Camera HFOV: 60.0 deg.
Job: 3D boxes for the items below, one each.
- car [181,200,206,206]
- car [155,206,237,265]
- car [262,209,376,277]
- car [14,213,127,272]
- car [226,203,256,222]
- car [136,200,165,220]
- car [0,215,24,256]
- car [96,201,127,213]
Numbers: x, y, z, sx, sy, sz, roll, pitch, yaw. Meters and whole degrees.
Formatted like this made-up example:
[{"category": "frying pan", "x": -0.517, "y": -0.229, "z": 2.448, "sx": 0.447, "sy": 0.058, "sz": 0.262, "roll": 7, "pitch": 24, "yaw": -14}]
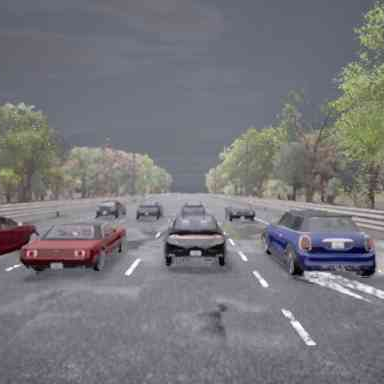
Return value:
[{"category": "car", "x": 0.116, "y": 1.431, "z": 27.484, "sx": 2.128, "sy": 1.511, "sz": 4.902, "roll": 0, "pitch": 0, "yaw": 0}, {"category": "car", "x": 0.098, "y": 1.459, "z": 11.516, "sx": 2.128, "sy": 1.511, "sz": 4.902, "roll": 0, "pitch": 0, "yaw": 0}, {"category": "car", "x": 3.602, "y": 1.325, "z": 10.316, "sx": 2.097, "sy": 1.767, "sz": 4.553, "roll": 0, "pitch": 0, "yaw": 0}, {"category": "car", "x": -3.395, "y": 1.570, "z": 10.597, "sx": 1.895, "sy": 1.301, "sz": 4.718, "roll": 0, "pitch": 0, "yaw": 0}, {"category": "car", "x": 3.616, "y": 1.544, "z": 25.976, "sx": 1.895, "sy": 1.301, "sz": 4.718, "roll": 0, "pitch": 0, "yaw": 0}, {"category": "car", "x": -3.383, "y": 1.430, "z": 27.454, "sx": 2.128, "sy": 1.511, "sz": 4.902, "roll": 0, "pitch": 0, "yaw": 0}, {"category": "car", "x": -6.897, "y": 1.446, "z": 10.896, "sx": 1.882, "sy": 1.535, "sz": 5.008, "roll": 0, "pitch": 0, "yaw": 0}, {"category": "car", "x": -6.881, "y": 1.463, "z": 28.523, "sx": 1.812, "sy": 1.442, "sz": 4.674, "roll": 0, "pitch": 0, "yaw": 0}]
